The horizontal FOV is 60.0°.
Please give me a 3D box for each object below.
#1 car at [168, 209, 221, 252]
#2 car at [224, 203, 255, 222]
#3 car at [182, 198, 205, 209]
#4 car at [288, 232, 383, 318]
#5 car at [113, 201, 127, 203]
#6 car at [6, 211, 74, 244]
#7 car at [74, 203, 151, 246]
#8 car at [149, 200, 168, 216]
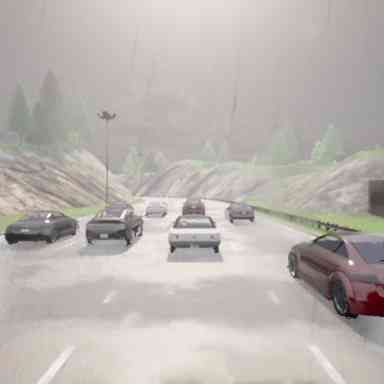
[{"bbox_3d":[0.100,1.601,13.861,1.895,1.301,4.718,0,0,0],"label":"car"},{"bbox_3d":[3.651,1.547,25.946,2.033,1.411,5.357,0,0,0],"label":"car"},{"bbox_3d":[0.148,1.351,31.021,2.097,1.767,4.553,0,0,0],"label":"car"},{"bbox_3d":[3.596,1.564,7.392,1.994,1.385,4.181,0,0,0],"label":"car"},{"bbox_3d":[-6.853,1.563,31.939,1.994,1.385,4.181,0,0,0],"label":"car"},{"bbox_3d":[-6.892,1.564,15.771,1.994,1.385,4.181,0,0,0],"label":"car"},{"bbox_3d":[-3.395,1.491,15.304,2.128,1.511,4.902,0,0,0],"label":"car"},{"bbox_3d":[-3.367,1.525,32.336,1.812,1.442,4.674,0,0,0],"label":"car"}]
